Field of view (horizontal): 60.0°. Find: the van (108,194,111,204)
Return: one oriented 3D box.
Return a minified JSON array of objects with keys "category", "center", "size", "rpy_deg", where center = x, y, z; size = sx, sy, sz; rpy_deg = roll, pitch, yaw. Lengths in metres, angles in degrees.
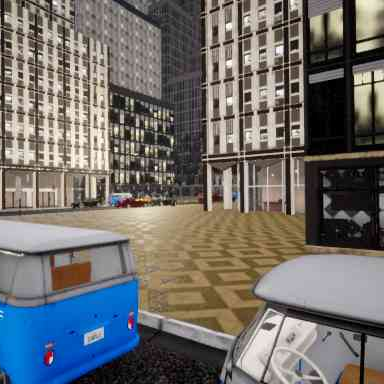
[{"category":"van","center":[-10.485,1.135,48.356],"size":[1.690,1.788,3.998],"rpy_deg":[0,0,36]}]

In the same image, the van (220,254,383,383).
[{"category":"van","center":[1.964,1.341,1.486],"size":[3.998,1.788,1.690],"rpy_deg":[0,-1,36]}]

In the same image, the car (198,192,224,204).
[{"category":"car","center":[2.963,0.908,52.525],"size":[2.192,1.841,5.009],"rpy_deg":[0,0,36]}]

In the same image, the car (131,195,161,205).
[{"category":"car","center":[-7.248,1.278,52.768],"size":[1.752,1.417,4.829],"rpy_deg":[0,0,36]}]

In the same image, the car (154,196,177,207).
[{"category":"car","center":[-3.703,1.230,43.433],"size":[2.008,1.369,4.403],"rpy_deg":[0,0,36]}]

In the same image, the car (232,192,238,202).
[{"category":"car","center":[6.299,1.101,57.072],"size":[2.008,1.369,4.403],"rpy_deg":[0,0,36]}]

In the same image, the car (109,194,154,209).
[{"category":"car","center":[-7.037,1.267,38.886],"size":[1.887,1.381,4.507],"rpy_deg":[0,0,36]}]

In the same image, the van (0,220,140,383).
[{"category":"van","center":[-2.574,1.342,4.728],"size":[3.998,1.788,1.690],"rpy_deg":[0,-1,36]}]

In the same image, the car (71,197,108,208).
[{"category":"car","center":[-13.818,1.403,43.808],"size":[1.947,1.339,4.313],"rpy_deg":[0,0,36]}]

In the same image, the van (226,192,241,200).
[{"category":"van","center":[9.528,0.872,75.647],"size":[1.690,1.788,3.998],"rpy_deg":[0,0,36]}]

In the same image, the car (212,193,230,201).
[{"category":"car","center":[6.193,1.016,71.098],"size":[1.967,1.590,4.097],"rpy_deg":[0,0,36]}]
